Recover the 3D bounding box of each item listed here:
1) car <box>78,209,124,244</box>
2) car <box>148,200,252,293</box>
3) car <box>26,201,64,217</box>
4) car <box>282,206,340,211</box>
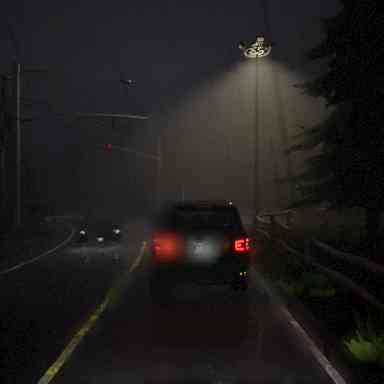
[{"bbox_3d":[-4.362,1.546,16.207,2.033,1.411,5.357,0,0,-13],"label":"car"},{"bbox_3d":[0.008,1.221,9.065,2.150,2.045,5.566,0,0,-5],"label":"car"},{"bbox_3d":[-13.877,1.562,31.354,4.181,1.385,1.994,0,0,38],"label":"car"},{"bbox_3d":[10.701,1.626,30.144,4.718,1.301,1.895,0,0,0],"label":"car"}]
